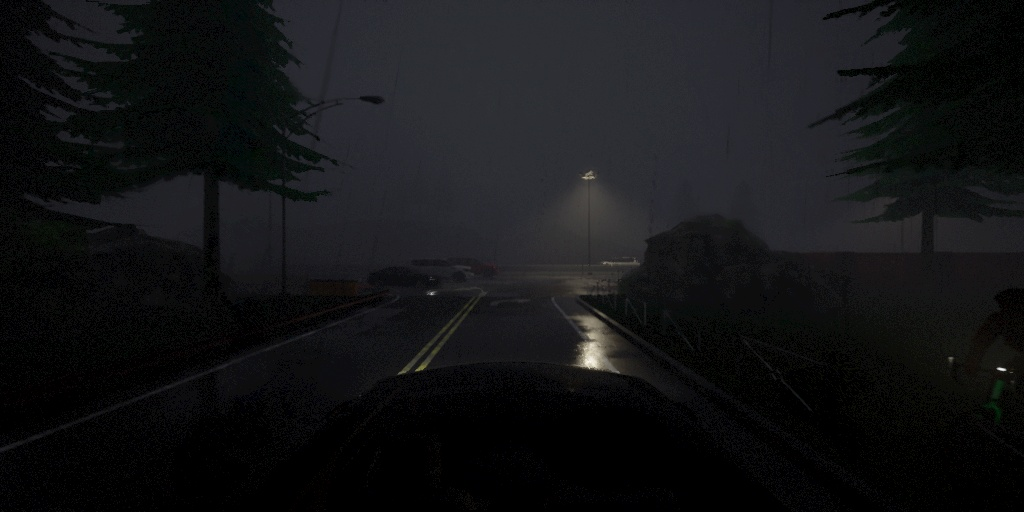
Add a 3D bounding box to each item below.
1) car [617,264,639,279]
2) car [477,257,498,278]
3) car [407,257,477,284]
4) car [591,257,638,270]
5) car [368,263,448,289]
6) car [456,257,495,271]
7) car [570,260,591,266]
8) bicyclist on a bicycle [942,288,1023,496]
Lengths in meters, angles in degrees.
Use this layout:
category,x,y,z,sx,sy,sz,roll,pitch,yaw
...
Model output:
category,x,y,z,sx,sy,sz,roll,pitch,yaw
car,10.274,1.470,25.708,4.674,1.442,1.812,0,0,1
car,-4.175,1.167,35.903,5.566,2.045,2.150,0,0,0
car,-5.918,1.168,28.893,5.566,2.045,2.150,0,0,0
car,13.653,1.165,46.704,5.566,2.045,2.150,0,0,0
car,-7.331,1.422,24.670,5.008,1.535,1.882,0,0,10
car,-5.360,1.166,53.595,5.566,2.045,2.150,0,0,0
car,11.443,1.544,53.692,4.718,1.301,1.895,0,0,0
bicyclist on a bicycle,4.102,1.090,2.869,1.656,1.620,0.582,5,-1,-10
